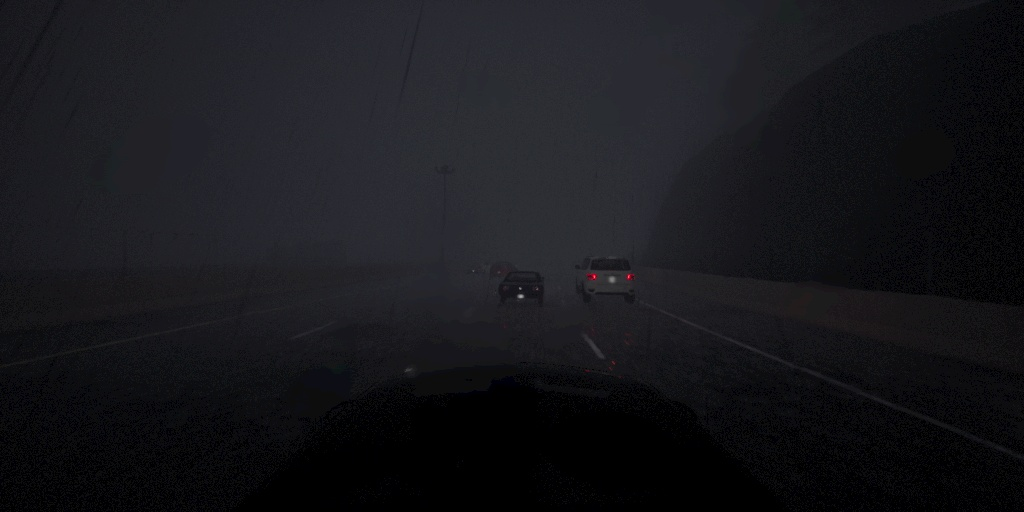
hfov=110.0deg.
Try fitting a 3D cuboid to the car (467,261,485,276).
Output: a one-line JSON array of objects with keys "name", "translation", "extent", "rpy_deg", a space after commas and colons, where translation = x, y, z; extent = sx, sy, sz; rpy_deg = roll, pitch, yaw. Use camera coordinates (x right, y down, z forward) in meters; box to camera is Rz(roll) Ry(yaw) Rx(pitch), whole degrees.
[{"name": "car", "translation": [-3.295, 1.236, 37.241], "extent": [1.812, 1.442, 4.674], "rpy_deg": [0, 0, 12]}]

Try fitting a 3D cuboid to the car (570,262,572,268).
[{"name": "car", "translation": [11.663, 1.428, 63.747], "extent": [2.033, 1.411, 5.357], "rpy_deg": [1, 0, 23]}]

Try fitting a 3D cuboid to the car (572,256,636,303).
[{"name": "car", "translation": [4.310, 1.020, 17.182], "extent": [2.150, 2.045, 5.566], "rpy_deg": [0, 0, 6]}]

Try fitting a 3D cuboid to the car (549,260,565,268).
[{"name": "car", "translation": [8.102, 1.441, 64.173], "extent": [1.895, 1.301, 4.718], "rpy_deg": [1, 0, 22]}]

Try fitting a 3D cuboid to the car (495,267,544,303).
[{"name": "car", "translation": [0.575, 1.357, 16.809], "extent": [1.895, 1.301, 4.718], "rpy_deg": [1, 0, 6]}]

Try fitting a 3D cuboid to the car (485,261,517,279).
[{"name": "car", "translation": [-0.666, 1.219, 32.189], "extent": [1.882, 1.535, 5.008], "rpy_deg": [0, 0, 10]}]

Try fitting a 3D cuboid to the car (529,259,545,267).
[{"name": "car", "translation": [4.583, 1.277, 64.307], "extent": [1.882, 1.535, 5.008], "rpy_deg": [0, 0, 21]}]
